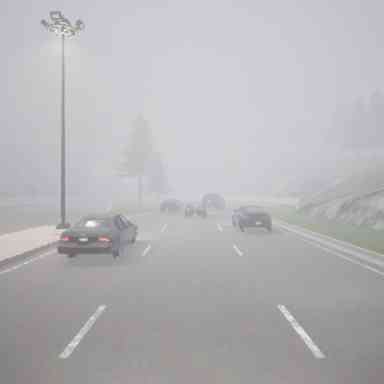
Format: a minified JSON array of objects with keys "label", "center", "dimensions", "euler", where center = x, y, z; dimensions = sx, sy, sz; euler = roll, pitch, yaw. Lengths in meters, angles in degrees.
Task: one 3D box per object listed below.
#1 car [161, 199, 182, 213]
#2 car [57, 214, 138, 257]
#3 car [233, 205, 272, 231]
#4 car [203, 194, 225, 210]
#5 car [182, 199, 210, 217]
[{"label":"car","center":[-2.096,1.504,37.050],"dimensions":[1.837,1.490,4.892],"euler":[0,0,12]},{"label":"car","center":[-3.399,1.547,12.934],"dimensions":[2.033,1.411,5.357],"euler":[0,0,0]},{"label":"car","center":[3.608,1.526,20.384],"dimensions":[1.812,1.442,4.674],"euler":[0,0,0]},{"label":"car","center":[2.807,1.220,42.392],"dimensions":[2.150,2.045,5.566],"euler":[0,0,16]},{"label":"car","center":[0.435,1.601,30.627],"dimensions":[1.895,1.301,4.718],"euler":[0,0,4]}]
